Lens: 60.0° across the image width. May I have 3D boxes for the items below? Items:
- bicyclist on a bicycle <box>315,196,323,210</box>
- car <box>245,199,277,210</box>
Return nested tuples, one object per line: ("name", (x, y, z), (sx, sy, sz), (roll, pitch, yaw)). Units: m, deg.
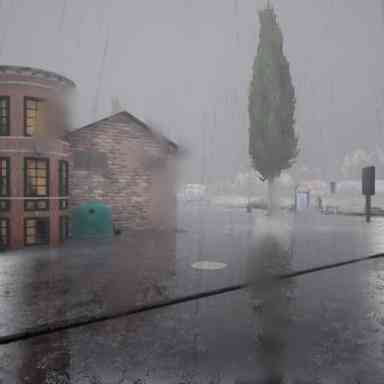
("bicyclist on a bicycle", (15.350, 1.347, 40.171), (1.656, 1.620, 0.582), (0, 0, -36))
("car", (8.720, 1.562, 42.241), (1.994, 1.385, 4.181), (0, 0, -36))
